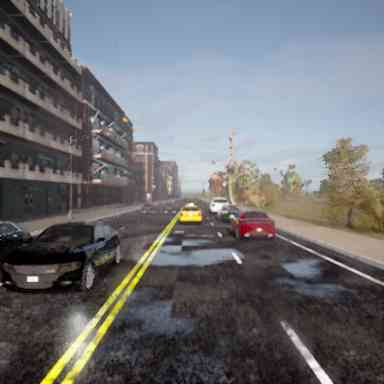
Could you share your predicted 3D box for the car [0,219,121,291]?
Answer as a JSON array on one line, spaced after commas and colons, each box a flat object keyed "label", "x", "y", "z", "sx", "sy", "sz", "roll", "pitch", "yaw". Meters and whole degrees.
[{"label": "car", "x": -3.349, "y": 1.594, "z": 9.502, "sx": 1.882, "sy": 1.535, "sz": 5.008, "roll": 0, "pitch": -1, "yaw": 0}]

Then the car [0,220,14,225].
[{"label": "car", "x": -6.598, "y": 1.626, "z": 9.905, "sx": 1.837, "sy": 1.490, "sz": 4.892, "roll": 0, "pitch": -1, "yaw": 0}]

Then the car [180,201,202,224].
[{"label": "car", "x": -0.069, "y": 1.800, "z": 28.280, "sx": 1.801, "sy": 1.575, "sz": 5.366, "roll": 0, "pitch": -1, "yaw": 1}]

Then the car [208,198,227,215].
[{"label": "car", "x": 3.260, "y": 1.717, "z": 40.593, "sx": 2.150, "sy": 2.045, "sz": 5.566, "roll": 0, "pitch": -1, "yaw": 0}]

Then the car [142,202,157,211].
[{"label": "car", "x": -6.562, "y": 2.200, "z": 51.803, "sx": 1.994, "sy": 1.385, "sz": 4.181, "roll": 0, "pitch": -1, "yaw": 0}]

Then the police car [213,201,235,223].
[{"label": "police car", "x": 3.257, "y": 1.865, "z": 29.560, "sx": 2.038, "sy": 1.542, "sz": 4.974, "roll": 0, "pitch": -1, "yaw": 0}]

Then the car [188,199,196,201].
[{"label": "car", "x": 0.016, "y": 2.213, "z": 69.566, "sx": 2.097, "sy": 1.767, "sz": 4.553, "roll": 0, "pitch": -1, "yaw": 0}]

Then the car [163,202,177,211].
[{"label": "car", "x": -3.314, "y": 2.195, "z": 51.431, "sx": 1.994, "sy": 1.385, "sz": 4.181, "roll": 0, "pitch": -1, "yaw": 0}]

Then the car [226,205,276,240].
[{"label": "car", "x": 3.255, "y": 1.703, "z": 18.560, "sx": 1.882, "sy": 1.535, "sz": 5.008, "roll": 0, "pitch": -1, "yaw": 0}]
